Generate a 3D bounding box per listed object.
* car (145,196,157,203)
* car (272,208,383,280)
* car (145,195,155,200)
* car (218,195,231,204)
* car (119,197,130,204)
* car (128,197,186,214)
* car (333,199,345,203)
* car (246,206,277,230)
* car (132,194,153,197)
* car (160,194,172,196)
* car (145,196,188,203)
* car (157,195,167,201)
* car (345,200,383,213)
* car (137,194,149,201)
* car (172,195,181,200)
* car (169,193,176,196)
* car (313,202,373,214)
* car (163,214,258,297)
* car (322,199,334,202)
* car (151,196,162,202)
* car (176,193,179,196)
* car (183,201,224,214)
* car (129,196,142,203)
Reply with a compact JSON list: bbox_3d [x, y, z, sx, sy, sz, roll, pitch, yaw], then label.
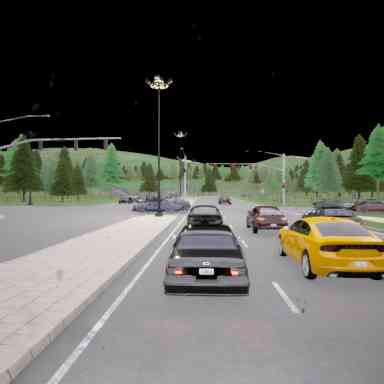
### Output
[{"bbox_3d":[-8.742,1.552,71.134,1.994,1.385,4.181,0,0,2],"label":"car"},{"bbox_3d":[3.932,1.478,9.986,1.882,1.535,5.008,0,0,3],"label":"car"},{"bbox_3d":[-11.450,1.539,91.135,2.033,1.411,5.357,0,0,2],"label":"car"},{"bbox_3d":[5.978,1.351,61.539,2.097,1.767,4.553,0,0,2],"label":"car"},{"bbox_3d":[-12.590,1.564,63.424,1.994,1.385,4.181,0,0,3],"label":"car"},{"bbox_3d":[-3.630,1.547,35.087,5.357,1.411,2.033,0,0,-1],"label":"car"},{"bbox_3d":[19.430,1.601,38.508,4.718,1.301,1.895,0,0,3],"label":"car"},{"bbox_3d":[4.260,1.526,19.205,1.812,1.442,4.674,0,0,3],"label":"car"},{"bbox_3d":[-9.152,1.491,62.283,2.128,1.511,4.902,0,0,3],"label":"car"},{"bbox_3d":[-5.592,1.600,63.393,1.895,1.301,4.718,0,0,3],"label":"car"},{"bbox_3d":[-2.720,1.491,38.775,4.902,1.511,2.128,0,0,-2],"label":"car"},{"bbox_3d":[-8.019,1.524,89.372,2.128,1.511,4.902,0,0,2],"label":"car"},{"bbox_3d":[18.908,1.564,35.005,4.181,1.385,1.994,0,0,3],"label":"car"},{"bbox_3d":[-11.859,1.355,80.901,2.097,1.767,4.553,0,0,2],"label":"car"},{"bbox_3d":[-4.359,1.533,93.022,2.033,1.411,5.357,0,0,2],"label":"car"},{"bbox_3d":[-5.192,1.355,72.327,2.097,1.767,4.553,0,0,2],"label":"car"},{"bbox_3d":[7.745,1.547,18.821,2.033,1.411,5.357,0,0,3],"label":"car"},{"bbox_3d":[0.378,1.547,8.778,2.033,1.411,5.357,0,0,2],"label":"car"},{"bbox_3d":[17.550,1.564,42.215,4.181,1.385,1.994,0,0,5],"label":"car"},{"bbox_3d":[-8.421,1.552,79.246,1.994,1.385,4.181,0,0,2],"label":"car"},{"bbox_3d":[-4.785,1.225,82.620,2.150,2.045,5.566,0,0,2],"label":"car"},{"bbox_3d":[0.726,1.478,18.598,1.882,1.535,5.008,0,0,3],"label":"car"},{"bbox_3d":[-12.208,1.524,72.044,1.812,1.442,4.674,0,0,2],"label":"car"}]
